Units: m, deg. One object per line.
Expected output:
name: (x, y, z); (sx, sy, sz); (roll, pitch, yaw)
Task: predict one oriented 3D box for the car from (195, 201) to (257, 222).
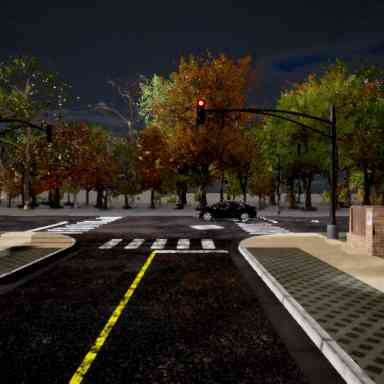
car: (2.656, 1.524, 26.323); (4.892, 1.490, 1.837); (1, 0, 0)
